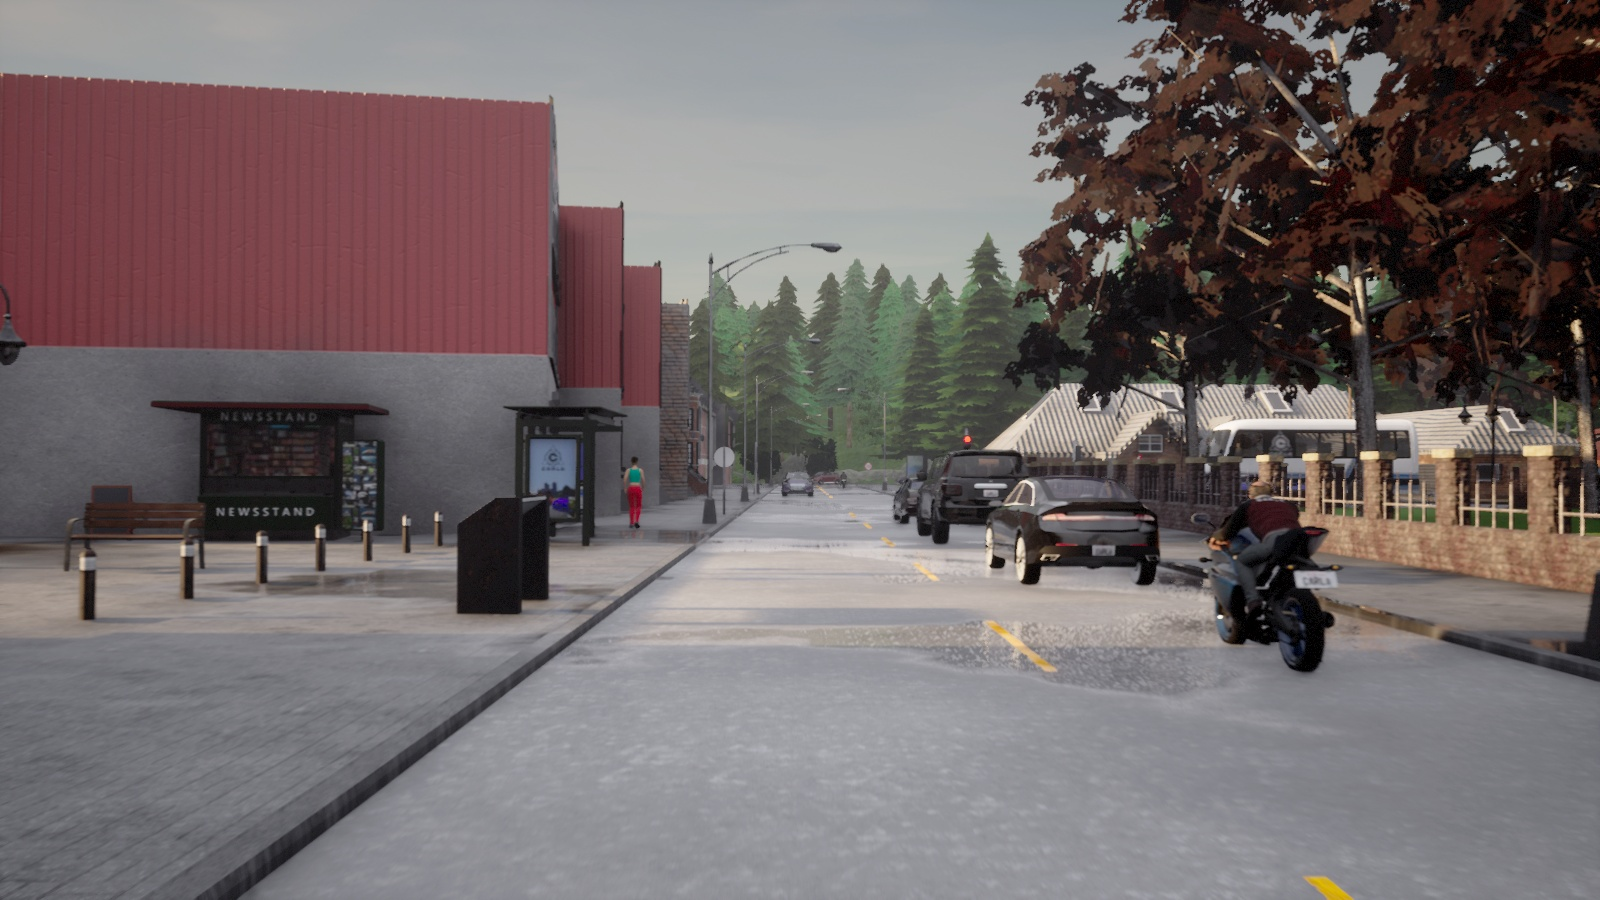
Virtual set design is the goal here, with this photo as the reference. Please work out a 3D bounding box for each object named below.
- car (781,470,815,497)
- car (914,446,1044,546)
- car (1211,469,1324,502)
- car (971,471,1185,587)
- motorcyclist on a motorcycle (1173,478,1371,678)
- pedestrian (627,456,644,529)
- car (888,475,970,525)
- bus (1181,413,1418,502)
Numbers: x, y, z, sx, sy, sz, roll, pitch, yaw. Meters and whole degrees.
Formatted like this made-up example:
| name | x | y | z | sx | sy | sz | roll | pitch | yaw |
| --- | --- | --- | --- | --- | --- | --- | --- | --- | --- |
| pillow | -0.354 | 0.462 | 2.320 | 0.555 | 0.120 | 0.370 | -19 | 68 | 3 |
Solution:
| name | x | y | z | sx | sy | sz | roll | pitch | yaw |
| --- | --- | --- | --- | --- | --- | --- | --- | --- | --- |
| car | -0.128 | 2.050 | 77.923 | 2.033 | 1.649 | 4.856 | 0 | -1 | 0 |
| car | 3.954 | 1.000 | 28.778 | 2.150 | 2.045 | 5.566 | 0 | -1 | 0 |
| car | 21.889 | 1.661 | 58.934 | 4.514 | 1.525 | 2.007 | 0 | -1 | -1 |
| car | 3.967 | 1.071 | 18.876 | 2.128 | 1.511 | 4.902 | 0 | -1 | 0 |
| motorcyclist on a motorcycle | 3.981 | 1.015 | 10.828 | 0.866 | 1.530 | 2.191 | 0 | -1 | 0 |
| pedestrian | -4.163 | 1.074 | 31.832 | 0.345 | 1.836 | 0.594 | 0 | -1 | 2 |
| car | 3.927 | 1.499 | 38.993 | 2.033 | 1.411 | 5.357 | 0 | -1 | 1 |
| bus | 24.872 | 0.393 | 63.011 | 10.273 | 4.253 | 3.944 | 0 | -1 | 0 |
